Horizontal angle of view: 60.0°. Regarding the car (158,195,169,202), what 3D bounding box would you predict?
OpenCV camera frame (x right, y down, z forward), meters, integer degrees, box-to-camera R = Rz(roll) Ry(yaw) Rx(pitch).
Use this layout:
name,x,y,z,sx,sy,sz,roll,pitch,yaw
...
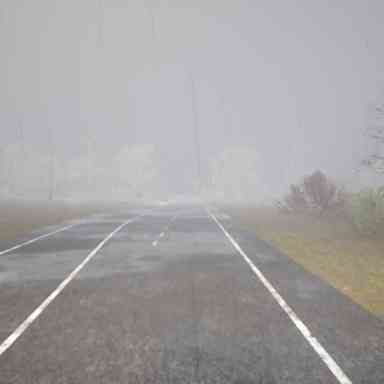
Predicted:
name,x,y,z,sx,sy,sz,roll,pitch,yaw
car,-6.607,1.554,77.532,2.097,1.767,4.553,0,0,0
